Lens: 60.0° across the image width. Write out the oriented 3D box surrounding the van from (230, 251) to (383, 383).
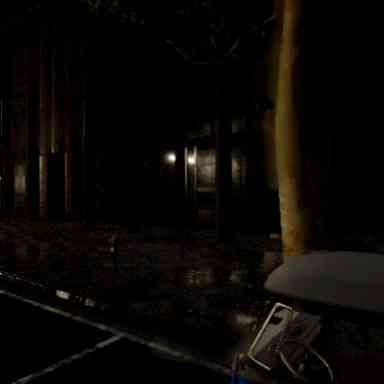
[{"bbox_3d":[2.050,1.339,1.617,3.998,1.788,1.690,0,0,35],"label":"van"}]
